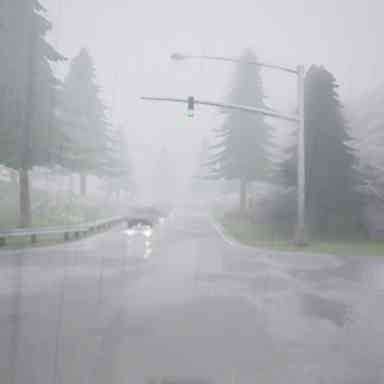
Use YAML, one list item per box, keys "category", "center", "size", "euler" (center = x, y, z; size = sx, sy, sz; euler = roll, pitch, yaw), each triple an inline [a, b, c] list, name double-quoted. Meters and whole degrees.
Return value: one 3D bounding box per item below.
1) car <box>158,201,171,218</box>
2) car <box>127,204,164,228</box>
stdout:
- category: "car"
  center: [-3.587, 1.994, 35.049]
  size: [1.994, 1.385, 4.181]
  euler: [0, -1, 0]
- category: "car"
  center: [-3.565, 1.856, 25.128]
  size: [2.033, 1.411, 5.357]
  euler: [0, -1, 0]
